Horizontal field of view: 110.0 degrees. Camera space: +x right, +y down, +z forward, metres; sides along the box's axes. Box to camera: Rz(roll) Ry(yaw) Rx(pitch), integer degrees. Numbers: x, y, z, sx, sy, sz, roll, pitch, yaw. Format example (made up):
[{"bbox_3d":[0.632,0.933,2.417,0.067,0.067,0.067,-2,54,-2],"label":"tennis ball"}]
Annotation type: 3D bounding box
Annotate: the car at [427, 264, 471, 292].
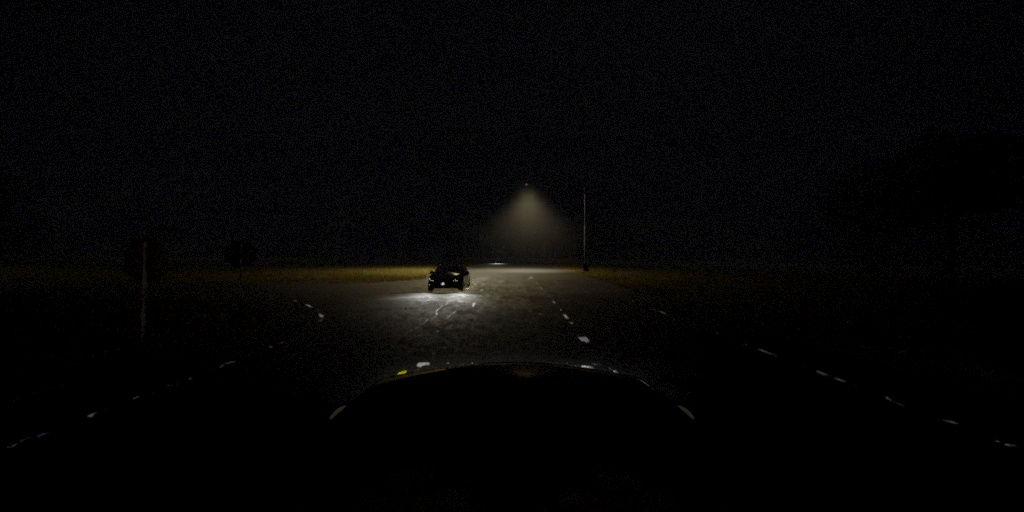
[{"bbox_3d":[-3.465,1.194,20.424,1.837,1.490,4.892,0,-1,0],"label":"car"}]
